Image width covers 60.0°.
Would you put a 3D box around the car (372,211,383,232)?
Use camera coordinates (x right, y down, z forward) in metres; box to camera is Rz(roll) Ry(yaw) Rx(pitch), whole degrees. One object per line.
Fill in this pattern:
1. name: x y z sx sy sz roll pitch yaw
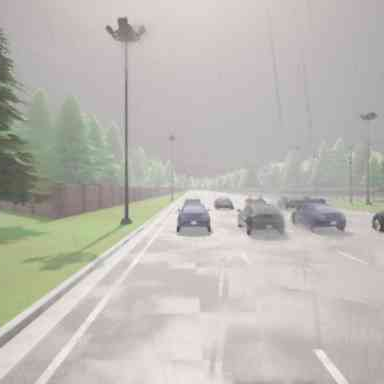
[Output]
1. car: 10.598 1.207 15.759 2.097 1.767 4.553 0 1 0

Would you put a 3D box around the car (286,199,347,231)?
1. car: 7.098 1.351 18.952 1.812 1.442 4.674 0 1 0

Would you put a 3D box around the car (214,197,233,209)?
1. car: 3.586 1.211 38.534 1.994 1.385 4.181 0 1 0

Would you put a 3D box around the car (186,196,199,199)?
1. car: 0.083 1.146 37.802 2.128 1.511 4.902 0 1 0

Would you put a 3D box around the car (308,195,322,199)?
1. car: 14.089 1.117 39.412 1.882 1.535 5.008 0 1 0

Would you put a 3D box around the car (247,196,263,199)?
1. car: 7.084 1.146 37.802 2.128 1.511 4.902 0 1 0

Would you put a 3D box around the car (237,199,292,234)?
1. car: 3.598 1.341 17.879 1.837 1.490 4.892 0 1 0

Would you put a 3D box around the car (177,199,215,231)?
1. car: 0.097 1.351 18.980 1.812 1.442 4.674 0 1 0

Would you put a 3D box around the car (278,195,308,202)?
1. car: 10.578 1.176 36.158 1.837 1.490 4.892 0 1 0
